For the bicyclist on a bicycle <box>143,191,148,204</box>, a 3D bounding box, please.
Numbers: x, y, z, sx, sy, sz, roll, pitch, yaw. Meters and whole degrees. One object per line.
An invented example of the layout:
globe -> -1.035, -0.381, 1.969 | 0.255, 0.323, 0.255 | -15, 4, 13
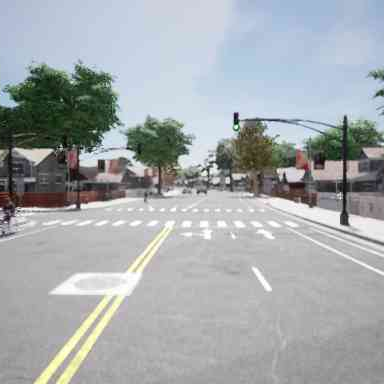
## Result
bicyclist on a bicycle -> -5.894, 0.744, 42.195 | 0.582, 1.620, 1.656 | 0, 1, 4

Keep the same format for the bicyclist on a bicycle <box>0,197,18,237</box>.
bicyclist on a bicycle -> -8.454, 1.131, 15.124 | 0.659, 1.776, 1.843 | 0, 1, 2

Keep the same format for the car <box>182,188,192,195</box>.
car -> -1.047, -0.186, 74.447 | 1.812, 1.442, 4.674 | 0, 1, 6

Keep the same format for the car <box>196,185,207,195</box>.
car -> 2.183, -0.474, 74.087 | 2.150, 2.045, 5.566 | 0, 1, 6
